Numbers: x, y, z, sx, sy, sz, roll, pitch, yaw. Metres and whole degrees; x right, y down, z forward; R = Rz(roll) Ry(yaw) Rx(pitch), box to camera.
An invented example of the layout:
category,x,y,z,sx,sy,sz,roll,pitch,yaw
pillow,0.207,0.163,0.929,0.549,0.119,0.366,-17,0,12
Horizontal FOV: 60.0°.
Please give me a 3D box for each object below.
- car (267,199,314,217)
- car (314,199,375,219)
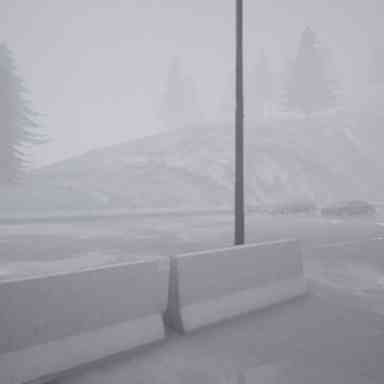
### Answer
category,x,y,z,sx,sy,sz,roll,pitch,yaw
car,8.906,1.345,29.464,4.902,1.511,2.128,0,0,-27
car,12.920,1.332,27.600,5.008,1.535,1.882,0,0,-26
